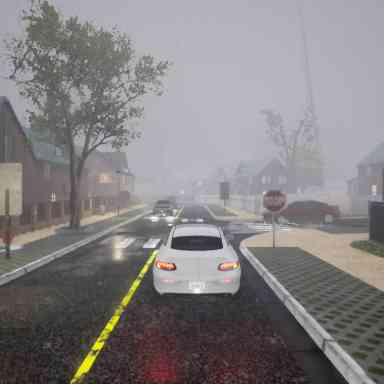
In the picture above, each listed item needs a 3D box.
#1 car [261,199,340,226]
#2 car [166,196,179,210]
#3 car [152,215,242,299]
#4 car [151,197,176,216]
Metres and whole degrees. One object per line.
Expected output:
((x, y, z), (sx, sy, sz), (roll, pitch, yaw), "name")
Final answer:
((7.015, 1.268, 21.623), (5.008, 1.535, 1.882), (-1, 0, -6), "car")
((-2.866, 1.532, 42.911), (1.994, 1.385, 4.181), (0, 0, -1), "car")
((0.107, 1.523, 8.300), (1.812, 1.442, 4.674), (0, 0, 0), "car")
((-2.799, 1.503, 32.877), (1.812, 1.442, 4.674), (0, 0, -1), "car")
